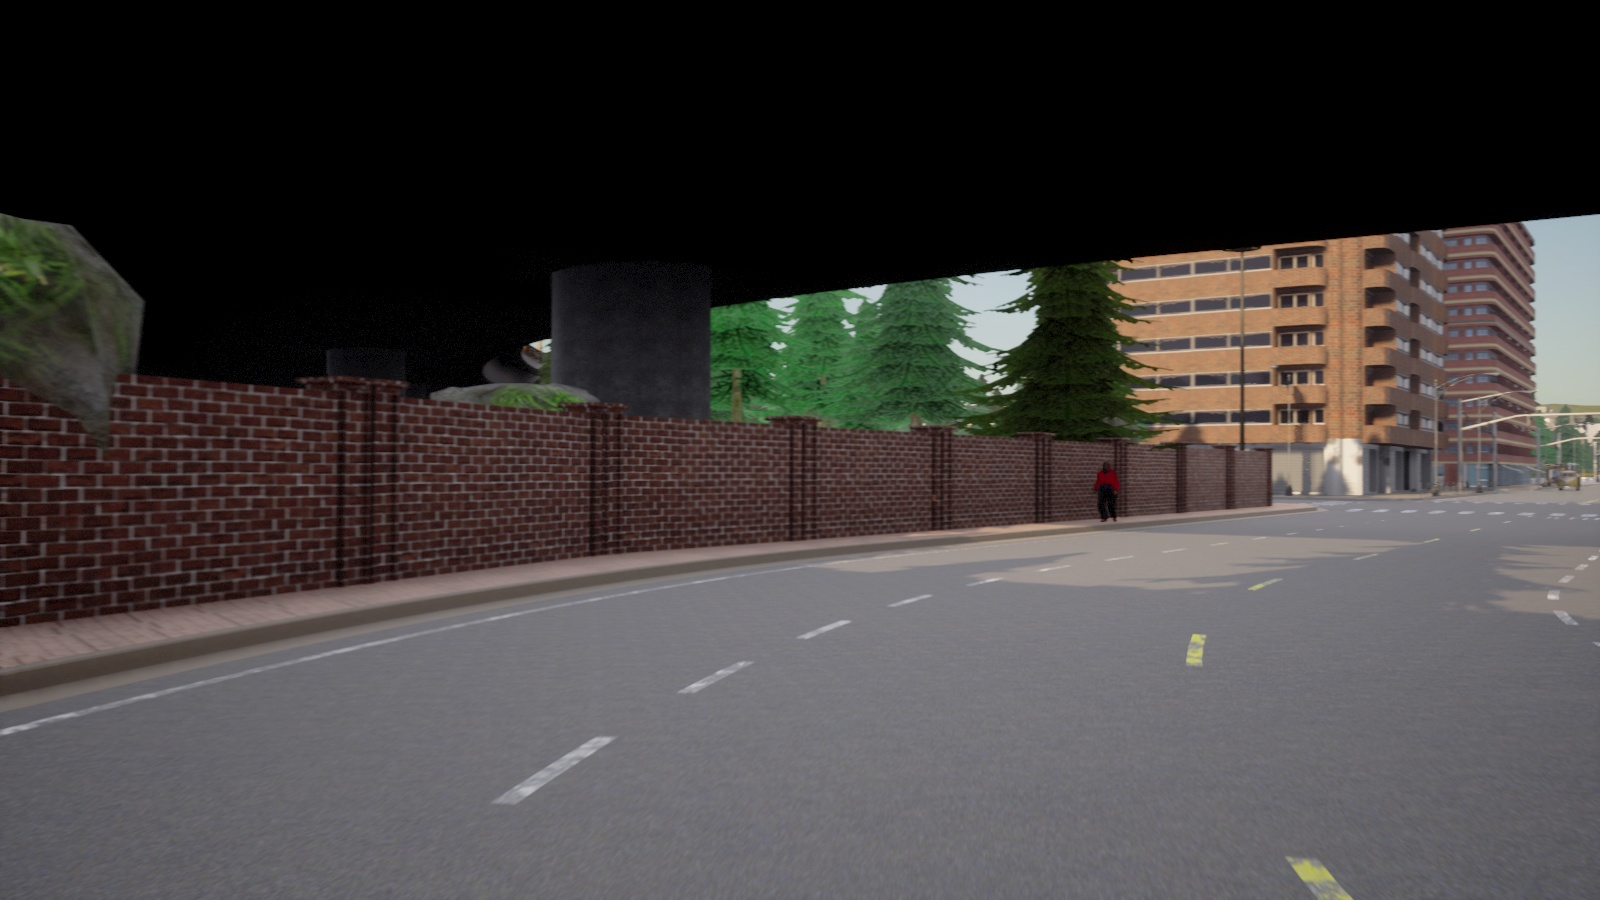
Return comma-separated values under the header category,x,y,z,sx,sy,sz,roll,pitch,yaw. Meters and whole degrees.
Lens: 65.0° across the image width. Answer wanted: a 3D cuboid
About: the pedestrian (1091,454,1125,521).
category,x,y,z,sx,sy,sz,roll,pitch,yaw
pedestrian,8.638,1.040,35.209,0.634,1.844,0.899,-1,-1,34
